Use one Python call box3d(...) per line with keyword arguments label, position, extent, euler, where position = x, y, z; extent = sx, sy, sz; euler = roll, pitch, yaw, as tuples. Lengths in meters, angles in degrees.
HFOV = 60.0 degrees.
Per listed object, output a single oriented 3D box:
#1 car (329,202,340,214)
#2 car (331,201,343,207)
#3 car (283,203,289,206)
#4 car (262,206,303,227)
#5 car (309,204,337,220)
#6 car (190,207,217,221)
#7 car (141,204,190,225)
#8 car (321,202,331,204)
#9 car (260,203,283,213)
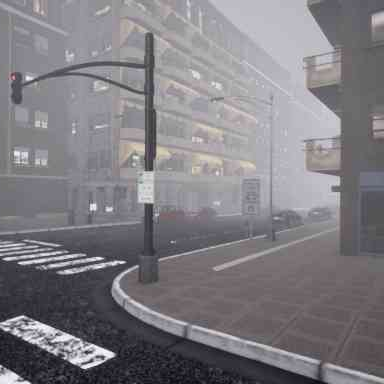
box3d(label="car", position=(20.759, 2.458, 46.210), extent=(1.752, 1.417, 4.829), euler=(-1, -2, 35))
box3d(label="car", position=(36.451, 3.022, 83.464), extent=(1.967, 1.590, 4.097), euler=(-1, -1, 35))
box3d(label="car", position=(13.735, 2.404, 50.671), extent=(1.752, 1.417, 4.829), euler=(-1, -1, 35))
box3d(label="car", position=(7.722, 2.095, 27.421), extent=(1.947, 1.339, 4.313), euler=(-1, -2, 35))
box3d(label="car", position=(14.192, 2.296, 36.745), extent=(1.947, 1.339, 4.313), euler=(-1, -2, 35))
box3d(label="car", position=(0.892, 2.063, 32.162), extent=(1.802, 1.307, 4.206), euler=(-1, -1, 35))
box3d(label="car", position=(-2.343, 1.821, 27.503), extent=(1.967, 1.590, 4.097), euler=(-1, -1, 35))
box3d(label="car", position=(19.529, 2.546, 48.900), extent=(1.895, 1.301, 4.718), euler=(0, -1, 35))
box3d(label="car", position=(10.597, 2.327, 46.148), extent=(1.887, 1.381, 4.507), euler=(-1, -1, 35))
